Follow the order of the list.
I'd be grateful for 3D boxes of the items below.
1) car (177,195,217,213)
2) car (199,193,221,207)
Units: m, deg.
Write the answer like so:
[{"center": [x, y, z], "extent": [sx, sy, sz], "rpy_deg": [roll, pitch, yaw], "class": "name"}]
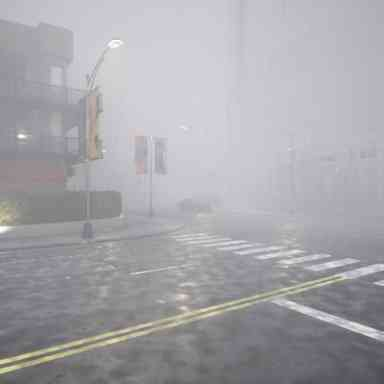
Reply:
[{"center": [0.219, 1.478, 37.104], "extent": [1.882, 1.535, 5.008], "rpy_deg": [0, 0, -35], "class": "car"}, {"center": [1.984, 1.221, 48.812], "extent": [2.150, 2.045, 5.566], "rpy_deg": [0, 0, -33], "class": "car"}]
